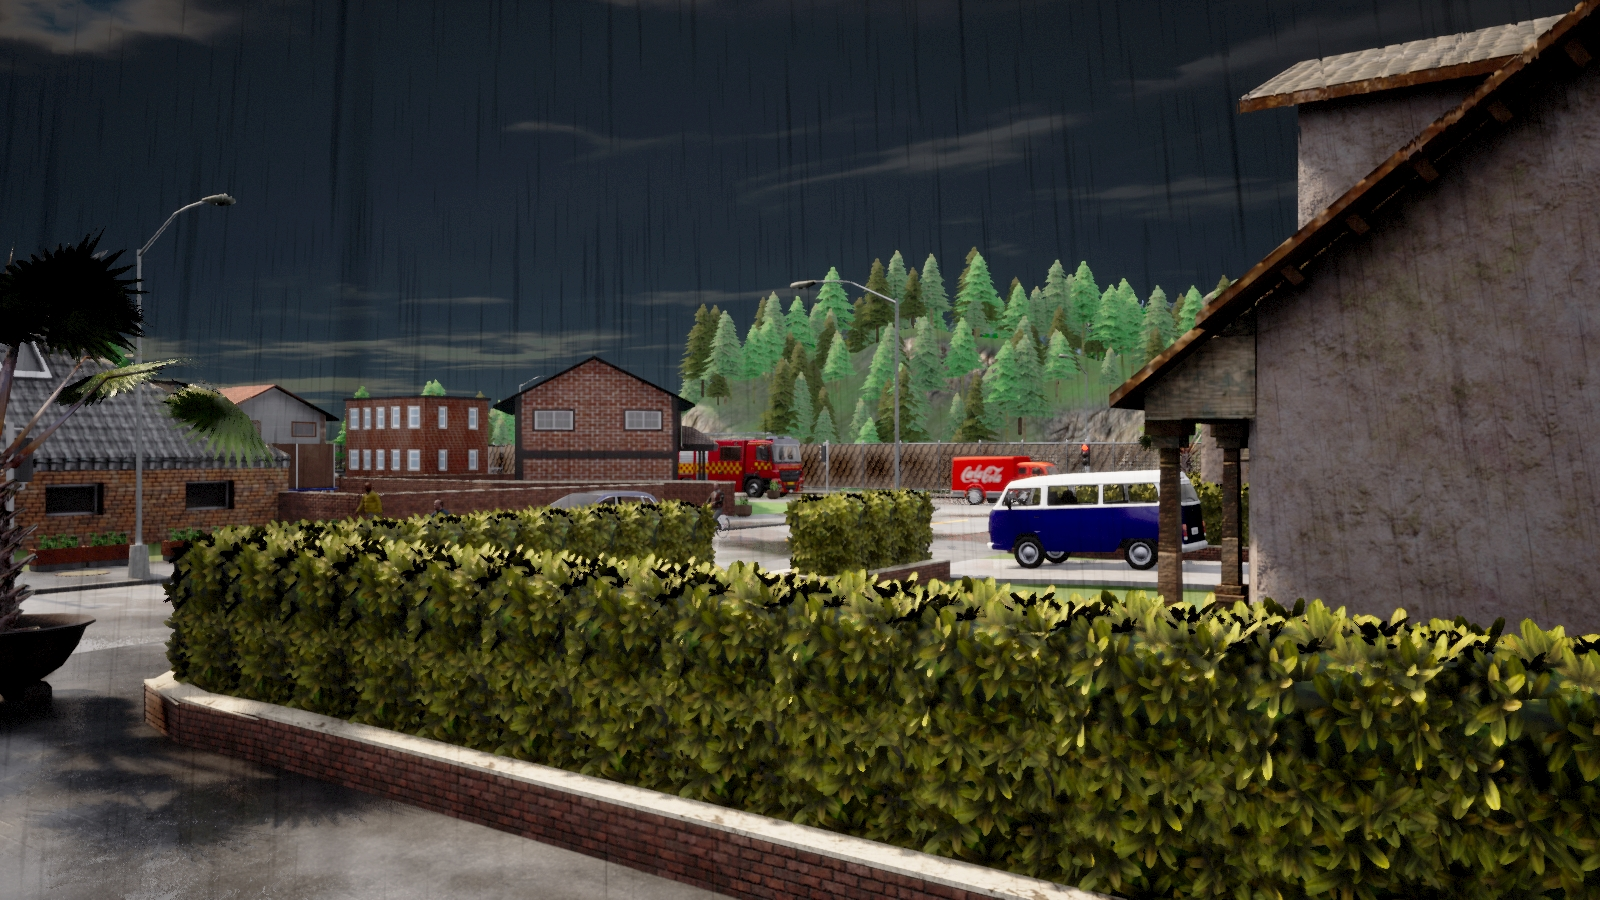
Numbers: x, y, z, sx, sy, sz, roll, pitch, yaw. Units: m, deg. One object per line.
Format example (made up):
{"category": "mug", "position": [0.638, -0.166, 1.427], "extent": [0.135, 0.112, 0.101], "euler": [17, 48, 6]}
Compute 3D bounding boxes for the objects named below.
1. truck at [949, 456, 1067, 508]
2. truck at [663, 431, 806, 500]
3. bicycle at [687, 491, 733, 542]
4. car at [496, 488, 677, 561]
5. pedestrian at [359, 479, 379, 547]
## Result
{"category": "truck", "position": [10.461, 1.560, 57.552], "extent": [5.204, 2.467, 2.627], "euler": [0, 0, 35]}
{"category": "truck", "position": [-3.975, 0.874, 67.647], "extent": [8.468, 3.827, 2.891], "euler": [0, 0, 35]}
{"category": "bicycle", "position": [-2.784, 2.051, 35.584], "extent": [0.329, 1.471, 1.835], "euler": [0, 0, 35]}
{"category": "car", "position": [-5.756, 1.958, 31.296], "extent": [2.242, 1.667, 4.611], "euler": [0, 0, 35]}
{"category": "pedestrian", "position": [-11.872, 1.732, 31.464], "extent": [0.375, 1.860, 0.375], "euler": [0, 0, 33]}
